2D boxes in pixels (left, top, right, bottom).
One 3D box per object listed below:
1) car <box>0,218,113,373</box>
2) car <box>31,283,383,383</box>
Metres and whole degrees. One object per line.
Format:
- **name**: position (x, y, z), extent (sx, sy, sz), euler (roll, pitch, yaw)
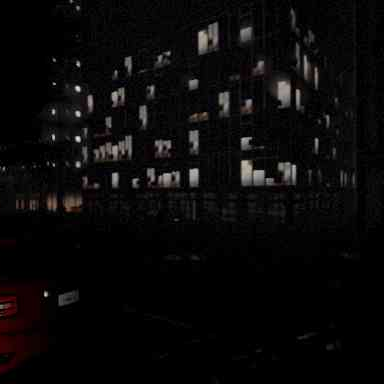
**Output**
- **car**: position (-3.392, 1.343, 5.308), extent (5.009, 1.841, 2.192), euler (0, 0, 36)
- **car**: position (1.100, 1.567, 2.093), extent (4.313, 1.339, 1.947), euler (0, 0, 36)
